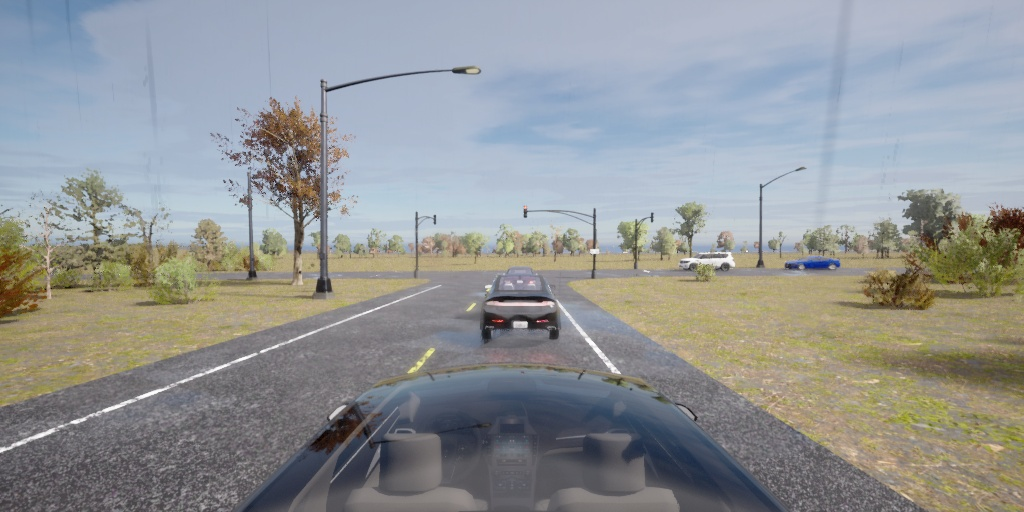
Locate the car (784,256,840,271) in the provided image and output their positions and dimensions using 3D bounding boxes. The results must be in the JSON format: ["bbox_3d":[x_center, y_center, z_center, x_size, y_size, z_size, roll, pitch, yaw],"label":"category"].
[{"bbox_3d":[32.435,0.767,38.833,5.008,1.535,1.882,-1,1,5],"label":"car"}]

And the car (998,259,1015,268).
[{"bbox_3d":[53.252,0.556,36.925,5.008,1.535,1.882,0,2,5],"label":"car"}]

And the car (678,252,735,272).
[{"bbox_3d":[21.553,0.629,39.795,5.566,2.045,2.150,-1,1,5],"label":"car"}]

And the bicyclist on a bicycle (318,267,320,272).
[{"bbox_3d":[-25.337,1.326,47.877,0.582,1.620,1.656,-1,0,5],"label":"bicyclist on a bicycle"}]

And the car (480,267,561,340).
[{"bbox_3d":[0.221,1.235,9.976,2.128,1.511,4.902,0,0,1],"label":"car"}]
